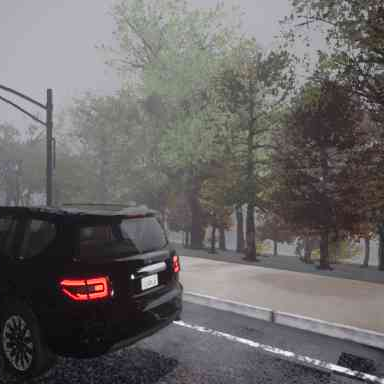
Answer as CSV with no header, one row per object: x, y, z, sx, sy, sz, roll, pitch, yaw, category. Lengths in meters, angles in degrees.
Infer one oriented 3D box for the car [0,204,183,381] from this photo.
-2.756,1.221,5.680,5.566,2.045,2.150,0,0,34,car
